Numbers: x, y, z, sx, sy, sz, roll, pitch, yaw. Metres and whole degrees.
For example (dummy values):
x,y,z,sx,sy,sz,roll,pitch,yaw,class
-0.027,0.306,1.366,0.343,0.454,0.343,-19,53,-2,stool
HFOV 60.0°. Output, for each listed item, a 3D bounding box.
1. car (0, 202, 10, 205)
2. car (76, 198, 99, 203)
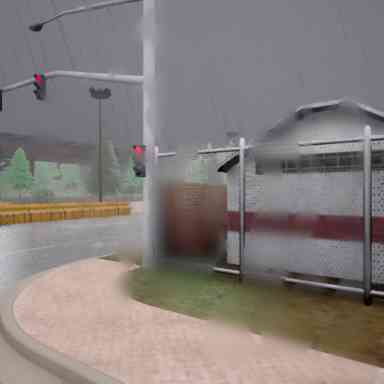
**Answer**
x,y,z,sx,sy,sz,roll,pitch,yaw,class
-20.634,1.477,32.716,1.882,1.535,5.008,0,0,34,car
-13.155,1.491,43.896,2.128,1.511,4.902,0,0,34,car
